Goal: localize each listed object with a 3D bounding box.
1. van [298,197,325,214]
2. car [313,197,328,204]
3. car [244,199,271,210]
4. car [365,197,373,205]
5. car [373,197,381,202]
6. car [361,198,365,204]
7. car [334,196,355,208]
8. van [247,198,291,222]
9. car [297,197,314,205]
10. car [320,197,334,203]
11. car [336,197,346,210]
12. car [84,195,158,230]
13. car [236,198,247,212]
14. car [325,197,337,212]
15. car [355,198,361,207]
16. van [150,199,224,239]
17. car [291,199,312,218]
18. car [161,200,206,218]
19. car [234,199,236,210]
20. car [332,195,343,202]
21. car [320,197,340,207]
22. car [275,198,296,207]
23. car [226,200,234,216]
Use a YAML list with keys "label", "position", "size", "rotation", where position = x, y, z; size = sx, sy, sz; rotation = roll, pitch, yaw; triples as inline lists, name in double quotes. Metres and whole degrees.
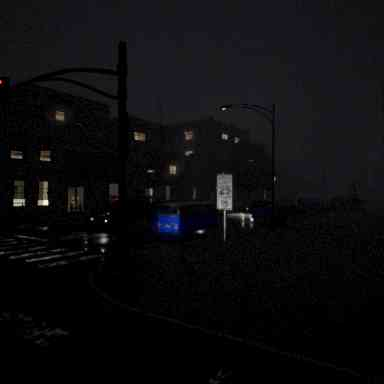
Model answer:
- label: "van"
  position: [12.584, 1.469, 35.737]
  size: [1.690, 1.788, 3.998]
  rotation: [0, 0, 35]
- label: "car"
  position: [27.875, 1.729, 72.050]
  size: [1.752, 1.417, 4.829]
  rotation: [0, 0, 35]
- label: "car"
  position: [8.915, 1.629, 45.090]
  size: [1.887, 1.381, 4.507]
  rotation: [0, 0, 35]
- label: "car"
  position: [34.818, 1.810, 67.354]
  size: [1.887, 1.381, 4.507]
  rotation: [0, 0, 35]
- label: "car"
  position: [44.347, 1.899, 80.904]
  size: [1.947, 1.339, 4.313]
  rotation: [0, 0, 35]
- label: "car"
  position: [28.563, 1.748, 58.460]
  size: [1.752, 1.417, 4.829]
  rotation: [0, 0, 35]
- label: "car"
  position: [22.114, 1.497, 49.288]
  size: [2.192, 1.841, 5.009]
  rotation: [0, 0, 35]
- label: "van"
  position: [6.232, 1.436, 26.704]
  size: [1.690, 1.788, 3.998]
  rotation: [0, 0, 35]
- label: "car"
  position: [21.621, 1.706, 63.155]
  size: [1.887, 1.381, 4.507]
  rotation: [0, 0, 35]
- label: "car"
  position: [31.149, 1.792, 76.706]
  size: [1.947, 1.339, 4.313]
  rotation: [0, 0, 35]
- label: "car"
  position: [18.936, 1.729, 44.770]
  size: [1.947, 1.339, 4.313]
  rotation: [0, 0, 35]
- label: "car"
  position: [-4.281, 1.248, 21.814]
  size: [2.150, 2.045, 5.566]
  rotation: [1, 0, 35]
- label: "car"
  position: [7.488, 1.575, 38.533]
  size: [2.128, 1.511, 4.902]
  rotation: [1, 0, 35]
- label: "car"
  position: [15.858, 1.671, 40.393]
  size: [1.752, 1.417, 4.829]
  rotation: [0, 0, 35]
- label: "car"
  position: [25.290, 1.517, 53.805]
  size: [2.192, 1.841, 5.009]
  rotation: [0, 0, 35]
- label: "van"
  position: [-0.121, 1.407, 17.670]
  size: [1.690, 1.788, 3.998]
  rotation: [0, 0, 35]
- label: "car"
  position: [9.407, 1.655, 31.220]
  size: [1.887, 1.381, 4.507]
  rotation: [0, 0, 35]
- label: "car"
  position: [-0.711, 1.559, 31.400]
  size: [1.752, 1.417, 4.829]
  rotation: [0, 0, 35]
- label: "car"
  position: [5.740, 1.507, 40.573]
  size: [1.967, 1.590, 4.097]
  rotation: [0, 0, 35]
- label: "car"
  position: [37.502, 1.713, 85.739]
  size: [1.967, 1.590, 4.097]
  rotation: [0, 0, 35]
- label: "car"
  position: [22.747, 1.658, 54.689]
  size: [1.882, 1.535, 5.008]
  rotation: [1, 0, 35]
- label: "car"
  position: [15.268, 1.666, 54.122]
  size: [1.887, 1.381, 4.507]
  rotation: [0, 0, 35]
- label: "car"
  position: [1.530, 1.530, 30.077]
  size: [1.882, 1.535, 5.008]
  rotation: [1, 0, 35]
